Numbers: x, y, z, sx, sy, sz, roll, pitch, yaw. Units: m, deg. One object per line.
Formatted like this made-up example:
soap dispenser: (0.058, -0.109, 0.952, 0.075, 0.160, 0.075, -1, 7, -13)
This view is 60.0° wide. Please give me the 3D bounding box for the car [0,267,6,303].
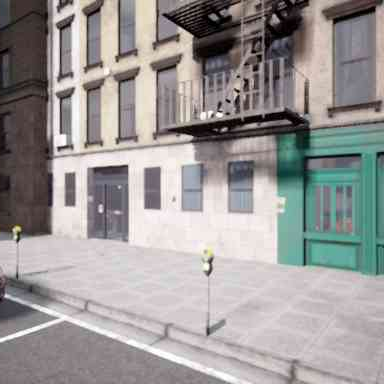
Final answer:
car: (-5.304, 1.601, 6.632, 4.206, 1.307, 1.802, 0, 0, 36)
